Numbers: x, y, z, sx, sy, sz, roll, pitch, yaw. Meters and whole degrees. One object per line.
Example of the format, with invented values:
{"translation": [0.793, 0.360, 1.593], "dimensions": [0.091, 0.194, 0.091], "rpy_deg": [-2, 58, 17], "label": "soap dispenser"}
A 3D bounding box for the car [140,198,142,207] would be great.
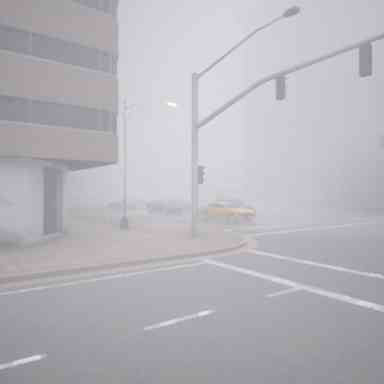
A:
{"translation": [-8.160, 1.591, 52.594], "dimensions": [2.033, 1.411, 5.357], "rpy_deg": [0, 0, -39], "label": "car"}

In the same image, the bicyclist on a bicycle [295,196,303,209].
{"translation": [13.426, 1.365, 41.602], "dimensions": [1.656, 1.620, 0.582], "rpy_deg": [0, 0, -36], "label": "bicyclist on a bicycle"}

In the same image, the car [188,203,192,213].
{"translation": [-1.641, 1.515, 37.707], "dimensions": [1.882, 1.535, 5.008], "rpy_deg": [0, 0, -36], "label": "car"}

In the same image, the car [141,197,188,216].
{"translation": [-2.823, 1.509, 33.388], "dimensions": [1.882, 1.535, 5.008], "rpy_deg": [0, 0, -36], "label": "car"}

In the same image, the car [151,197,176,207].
{"translation": [-4.704, 1.543, 54.619], "dimensions": [2.128, 1.511, 4.902], "rpy_deg": [0, 0, -31], "label": "car"}

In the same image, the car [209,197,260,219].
{"translation": [3.775, 1.390, 30.259], "dimensions": [2.097, 1.767, 4.553], "rpy_deg": [0, 0, -36], "label": "car"}

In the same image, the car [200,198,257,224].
{"translation": [2.669, 1.509, 25.830], "dimensions": [1.882, 1.535, 5.008], "rpy_deg": [0, 0, -36], "label": "car"}

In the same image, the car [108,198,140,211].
{"translation": [-8.731, 1.632, 41.544], "dimensions": [1.895, 1.301, 4.718], "rpy_deg": [0, 0, -36], "label": "car"}
